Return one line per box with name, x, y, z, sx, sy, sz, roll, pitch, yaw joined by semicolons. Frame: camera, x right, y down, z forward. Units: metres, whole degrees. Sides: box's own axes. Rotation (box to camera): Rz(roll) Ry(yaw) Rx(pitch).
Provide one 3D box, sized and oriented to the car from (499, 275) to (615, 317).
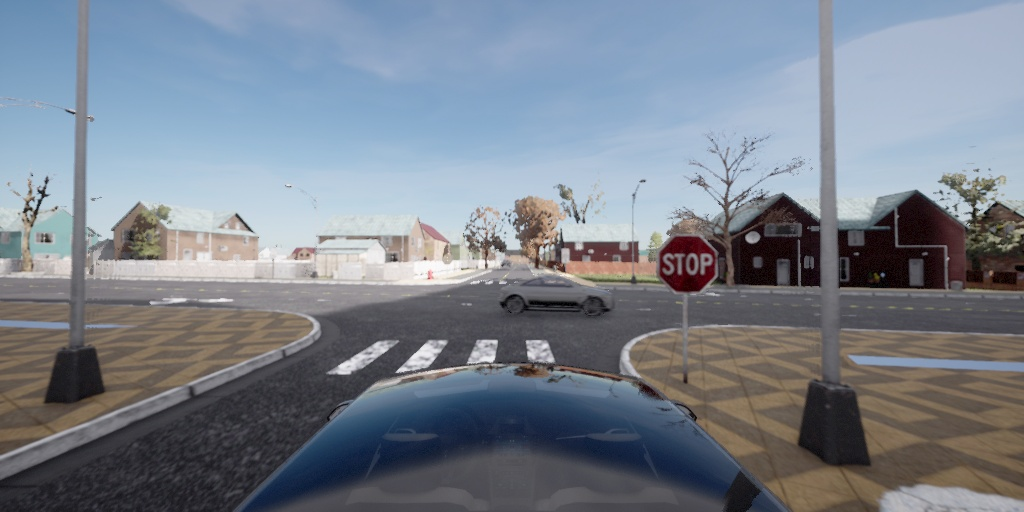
car;1.620;1.404;13.279;4.181;1.385;1.994;1;-1;8
